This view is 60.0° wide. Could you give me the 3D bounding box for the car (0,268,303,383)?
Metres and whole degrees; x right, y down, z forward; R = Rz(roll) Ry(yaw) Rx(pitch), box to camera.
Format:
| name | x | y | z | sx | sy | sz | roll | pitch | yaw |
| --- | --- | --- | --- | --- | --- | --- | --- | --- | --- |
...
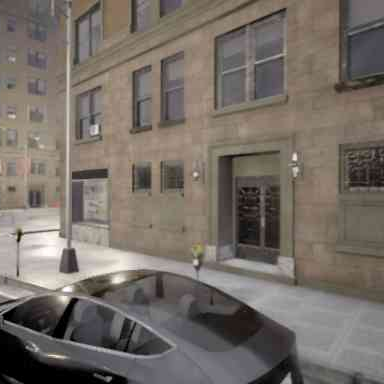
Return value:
| name | x | y | z | sx | sy | sz | roll | pitch | yaw |
| --- | --- | --- | --- | --- | --- | --- | --- | --- | --- |
| car | -0.983 | 1.588 | 3.775 | 4.313 | 1.339 | 1.947 | -1 | 0 | 36 |
